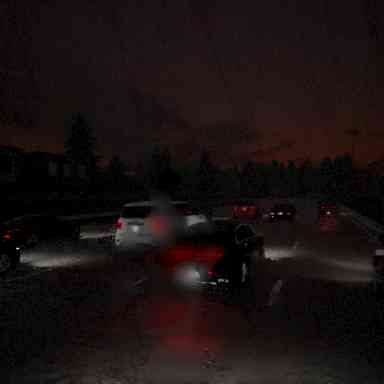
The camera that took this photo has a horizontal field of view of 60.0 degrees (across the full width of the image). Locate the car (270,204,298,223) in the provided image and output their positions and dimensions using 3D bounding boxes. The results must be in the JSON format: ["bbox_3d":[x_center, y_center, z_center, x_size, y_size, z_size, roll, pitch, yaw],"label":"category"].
[{"bbox_3d":[7.486,1.666,27.089,2.033,1.411,5.357,-1,-1,21],"label":"car"}]

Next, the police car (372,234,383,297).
[{"bbox_3d":[4.269,1.398,5.466,1.930,1.638,5.238,-1,-1,21],"label":"police car"}]

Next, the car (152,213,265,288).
[{"bbox_3d":[0.879,1.581,9.576,1.837,1.490,4.892,-1,-1,21],"label":"car"}]

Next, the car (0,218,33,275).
[{"bbox_3d":[-6.920,1.721,8.729,1.837,1.490,4.892,-1,0,21],"label":"car"}]

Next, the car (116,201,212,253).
[{"bbox_3d":[-1.063,1.380,14.356,2.150,2.045,5.566,-1,-1,21],"label":"car"}]

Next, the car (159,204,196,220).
[{"bbox_3d":[-1.357,1.946,33.387,1.895,1.301,4.718,-1,-1,21],"label":"car"}]

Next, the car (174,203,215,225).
[{"bbox_3d":[0.322,1.766,27.930,1.837,1.490,4.892,-1,-1,21],"label":"car"}]

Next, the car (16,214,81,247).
[{"bbox_3d":[-7.660,1.831,16.682,1.812,1.442,4.674,-1,-1,21],"label":"car"}]

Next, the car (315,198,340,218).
[{"bbox_3d":[12.713,1.563,31.152,1.837,1.490,4.892,-1,-1,21],"label":"car"}]

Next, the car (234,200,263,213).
[{"bbox_3d":[5.392,1.551,31.464,2.097,1.767,4.553,-1,-1,21],"label":"car"}]
